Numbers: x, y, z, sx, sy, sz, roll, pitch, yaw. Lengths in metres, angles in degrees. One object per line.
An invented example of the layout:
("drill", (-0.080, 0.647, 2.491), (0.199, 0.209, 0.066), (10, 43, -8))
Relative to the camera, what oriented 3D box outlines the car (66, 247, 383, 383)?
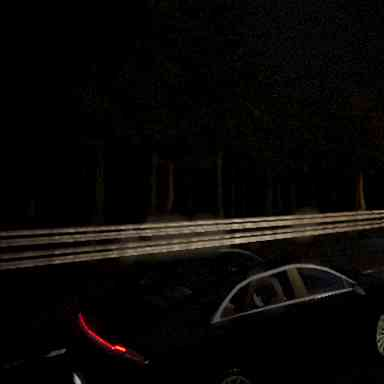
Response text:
("car", (0.943, 1.514, 4.415), (4.902, 1.511, 2.128), (0, 0, -35))
